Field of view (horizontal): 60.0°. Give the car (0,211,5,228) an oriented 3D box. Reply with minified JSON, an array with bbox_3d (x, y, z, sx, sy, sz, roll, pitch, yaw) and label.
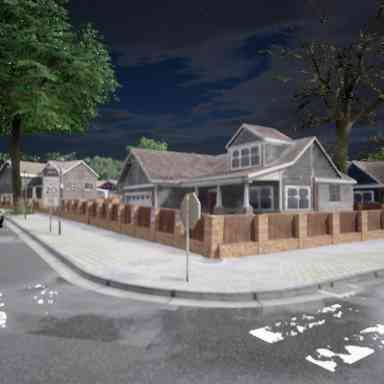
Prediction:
[{"bbox_3d":[-13.642,1.635,22.031,1.895,1.301,4.718,1,-1,-34],"label":"car"}]
